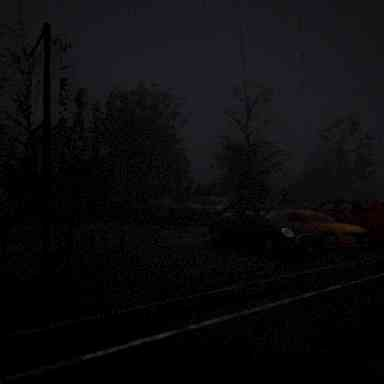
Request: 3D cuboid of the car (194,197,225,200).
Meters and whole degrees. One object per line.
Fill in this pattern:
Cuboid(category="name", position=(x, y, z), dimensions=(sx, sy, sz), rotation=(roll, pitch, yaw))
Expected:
Cuboid(category="car", position=(1.757, 1.430, 27.530), dimensions=(2.435, 2.045, 5.566), rotation=(2, -1, -36))

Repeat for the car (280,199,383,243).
Cuboid(category="car", position=(7.578, 1.389, 16.665), dimensions=(2.435, 2.045, 5.566), rotation=(2, -1, -36))

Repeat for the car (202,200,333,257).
Cuboid(category="car", position=(2.759, 1.381, 13.167), dimensions=(2.185, 1.767, 4.553), rotation=(2, -1, -36))

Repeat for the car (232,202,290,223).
Cuboid(category="car", position=(6.264, 1.847, 31.038), dimensions=(1.946, 1.575, 5.366), rotation=(2, -1, -36))

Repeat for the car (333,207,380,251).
Cuboid(category="car", position=(5.227, 1.574, 14.928), dimensions=(2.097, 1.535, 5.008), rotation=(2, -1, -36))

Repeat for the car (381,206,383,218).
Cuboid(category="car", position=(30.225, 3.027, 48.071), dimensions=(2.185, 1.767, 4.553), rotation=(4, -2, -35))

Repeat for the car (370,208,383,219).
Cuboid(category="car", position=(27.674, 3.028, 46.179), dimensions=(2.002, 1.452, 4.674), rotation=(4, -2, -36))

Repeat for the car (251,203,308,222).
Cuboid(category="car", position=(8.423, 1.935, 32.591), dimensions=(1.946, 1.575, 5.366), rotation=(2, -1, -36))

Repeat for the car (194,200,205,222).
Cuboid(category="car", position=(-0.520, 1.616, 25.903), dimensions=(2.231, 1.521, 4.892), rotation=(2, -1, -36))

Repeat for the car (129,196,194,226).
Cuboid(category="car", position=(-2.661, 1.303, 24.320), dimensions=(2.435, 2.045, 5.566), rotation=(2, -1, -36))
